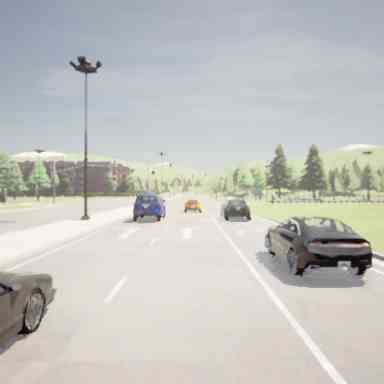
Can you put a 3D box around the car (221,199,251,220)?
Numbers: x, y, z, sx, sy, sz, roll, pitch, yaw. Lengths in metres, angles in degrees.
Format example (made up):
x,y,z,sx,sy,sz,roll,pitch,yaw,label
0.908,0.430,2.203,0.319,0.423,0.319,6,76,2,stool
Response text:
x,y,z,sx,sy,sz,roll,pitch,yaw,label
3.604,1.340,28.031,2.097,1.767,4.553,0,0,0,car

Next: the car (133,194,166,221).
x,y,z,sx,sy,sz,roll,pitch,yaw,label
-3.396,1.210,27.140,2.150,2.045,5.566,0,0,0,car

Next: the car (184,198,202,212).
x,y,z,sx,sy,sz,roll,pitch,yaw,label
0.105,1.461,38.980,1.882,1.535,5.008,0,0,0,car

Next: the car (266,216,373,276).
x,y,z,sx,sy,sz,roll,pitch,yaw,label
3.602,1.487,10.283,2.128,1.511,4.902,0,0,0,car

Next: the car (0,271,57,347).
x,y,z,sx,sy,sz,roll,pitch,yaw,label
-3.398,1.546,3.653,2.033,1.411,5.357,0,0,0,car
